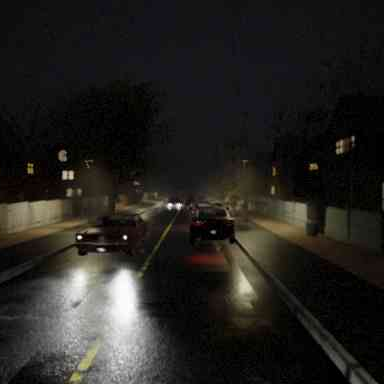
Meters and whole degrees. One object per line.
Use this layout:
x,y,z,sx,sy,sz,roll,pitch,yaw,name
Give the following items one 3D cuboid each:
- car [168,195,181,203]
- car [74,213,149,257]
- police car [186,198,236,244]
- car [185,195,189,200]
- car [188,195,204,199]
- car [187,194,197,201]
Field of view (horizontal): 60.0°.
-2.816,1.181,54.418,1.895,1.301,4.718,0,0,0,car
-2.849,1.507,12.712,1.895,1.301,4.718,0,0,0,car
0.826,1.311,15.363,1.930,1.638,5.238,0,0,0,police car
0.004,1.111,49.676,2.128,1.511,4.902,0,0,0,car
0.827,1.265,25.446,1.801,1.575,5.366,0,0,0,car
0.005,1.039,65.240,2.033,1.411,5.357,0,0,0,car
